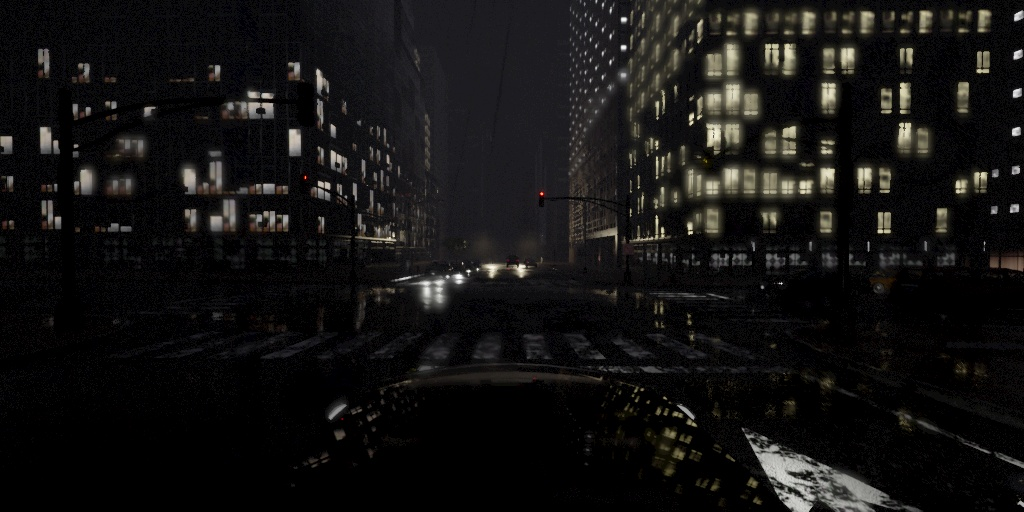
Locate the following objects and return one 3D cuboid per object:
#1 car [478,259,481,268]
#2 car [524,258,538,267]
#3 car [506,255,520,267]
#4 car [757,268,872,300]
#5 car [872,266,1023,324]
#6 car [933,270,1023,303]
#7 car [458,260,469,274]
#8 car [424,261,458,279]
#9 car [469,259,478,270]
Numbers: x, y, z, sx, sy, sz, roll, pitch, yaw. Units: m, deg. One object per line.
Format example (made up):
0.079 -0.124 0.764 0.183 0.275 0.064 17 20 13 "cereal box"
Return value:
-6.419 1.182 61.737 1.882 1.535 5.008 0 0 1 "car"
3.395 1.228 63.253 1.812 1.442 4.674 0 0 0 "car"
0.144 0.925 62.873 2.150 2.045 5.566 0 0 0 "car"
15.279 1.357 18.270 4.902 1.511 2.128 1 1 2 "car"
16.215 1.281 12.439 5.009 1.841 2.192 0 0 1 "car"
25.103 1.500 18.046 5.357 1.411 2.033 0 1 1 "car"
-6.510 1.326 41.626 1.895 1.301 4.718 0 0 0 "car"
-6.533 1.225 32.344 2.128 1.511 4.902 0 0 0 "car"
-6.479 1.263 51.397 2.033 1.411 5.357 0 0 0 "car"
